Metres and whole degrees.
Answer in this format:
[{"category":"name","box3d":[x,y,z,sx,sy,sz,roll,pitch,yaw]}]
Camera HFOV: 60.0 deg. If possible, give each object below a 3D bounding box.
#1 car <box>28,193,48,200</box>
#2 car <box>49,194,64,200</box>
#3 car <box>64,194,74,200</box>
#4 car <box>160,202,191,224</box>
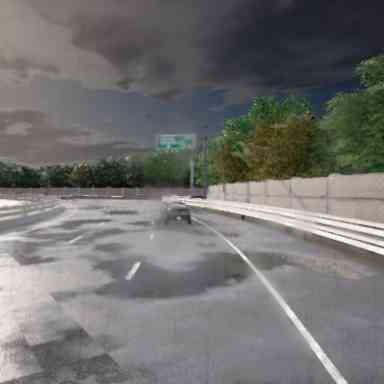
[{"category":"car","box3d":[-37.414,1.205,81.047,4.674,1.442,1.812,0,0,42]},{"category":"car","box3d":[-34.589,1.287,83.204,4.181,1.385,1.994,0,0,42]},{"category":"car","box3d":[-32.046,1.299,85.608,4.181,1.385,1.994,0,0,42]},{"category":"car","box3d":[-1.197,1.494,24.414,1.837,1.490,4.892,1,0,-8]}]
